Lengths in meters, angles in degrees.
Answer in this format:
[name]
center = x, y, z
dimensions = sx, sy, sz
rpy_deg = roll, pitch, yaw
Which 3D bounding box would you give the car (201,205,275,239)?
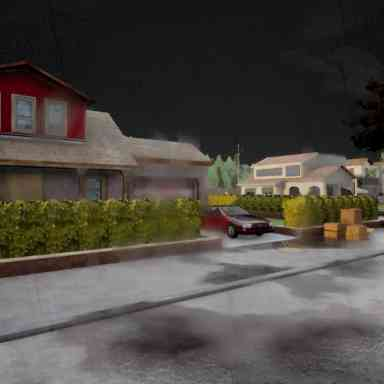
[car]
center = 1.561, 1.356, 16.546
dimensions = 2.033, 1.415, 5.357
rpy_deg = 0, 0, -33
